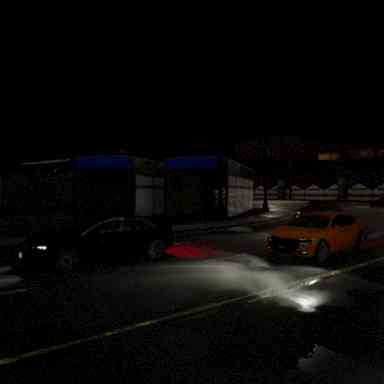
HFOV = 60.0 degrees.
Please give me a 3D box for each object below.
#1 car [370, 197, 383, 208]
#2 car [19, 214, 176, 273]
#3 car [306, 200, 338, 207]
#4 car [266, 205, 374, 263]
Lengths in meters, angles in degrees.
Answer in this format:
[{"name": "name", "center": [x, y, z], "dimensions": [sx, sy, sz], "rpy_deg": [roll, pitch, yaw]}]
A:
[{"name": "car", "center": [26.576, 1.477, 45.782], "dimensions": [1.882, 1.535, 5.008], "rpy_deg": [0, 0, -4]}, {"name": "car", "center": [-2.829, 1.491, 10.763], "dimensions": [4.902, 1.511, 2.128], "rpy_deg": [0, 0, -38]}, {"name": "car", "center": [8.045, 1.349, 20.892], "dimensions": [2.097, 1.767, 4.553], "rpy_deg": [0, 0, 36]}, {"name": "car", "center": [4.750, 1.477, 12.303], "dimensions": [5.008, 1.535, 1.882], "rpy_deg": [0, 0, -41]}]
